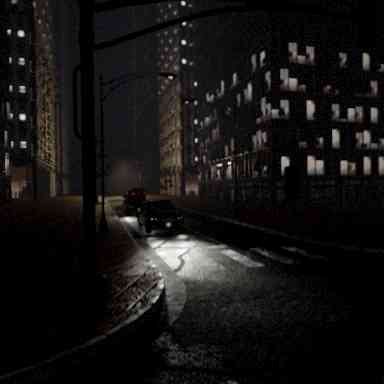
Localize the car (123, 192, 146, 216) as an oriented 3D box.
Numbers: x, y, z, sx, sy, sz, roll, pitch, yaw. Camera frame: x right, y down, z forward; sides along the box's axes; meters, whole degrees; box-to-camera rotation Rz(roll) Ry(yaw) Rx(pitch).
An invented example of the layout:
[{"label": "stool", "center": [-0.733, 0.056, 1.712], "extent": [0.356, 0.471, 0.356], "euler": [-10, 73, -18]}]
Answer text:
[{"label": "car", "center": [-4.625, 1.065, 27.508], "extent": [1.837, 1.490, 4.892], "euler": [-1, 1, -16]}]

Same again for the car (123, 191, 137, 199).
[{"label": "car", "center": [-11.359, 0.515, 60.770], "extent": [1.994, 1.385, 4.181], "euler": [-1, 1, -16]}]

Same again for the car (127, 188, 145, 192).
[{"label": "car", "center": [-8.324, 0.350, 50.495], "extent": [2.150, 2.045, 5.566], "euler": [-1, 1, -16]}]

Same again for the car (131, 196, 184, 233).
[{"label": "car", "center": [-1.783, 1.217, 17.857], "extent": [2.128, 1.511, 4.902], "euler": [-1, 1, -16]}]

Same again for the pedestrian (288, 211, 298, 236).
[{"label": "pedestrian", "center": [4.189, 1.265, 13.958], "extent": [0.500, 1.100, 0.500], "euler": [0, 0, -16]}]
